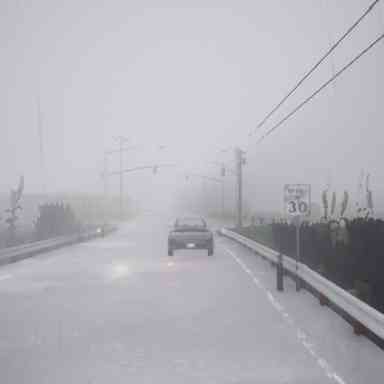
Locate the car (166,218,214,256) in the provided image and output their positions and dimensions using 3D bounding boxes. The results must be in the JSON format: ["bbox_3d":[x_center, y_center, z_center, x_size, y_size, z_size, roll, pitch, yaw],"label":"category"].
[{"bbox_3d":[-0.094,1.885,14.713,2.128,1.511,4.902,0,-3,-1],"label":"car"}]

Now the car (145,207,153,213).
[{"bbox_3d":[-10.352,4.254,79.884,1.994,1.385,4.181,0,-2,-8],"label":"car"}]
